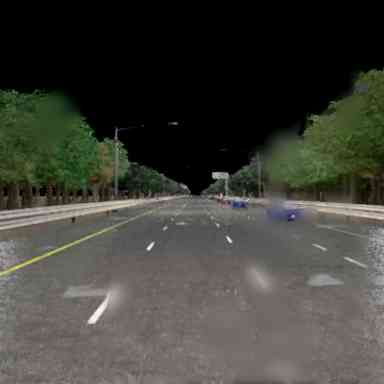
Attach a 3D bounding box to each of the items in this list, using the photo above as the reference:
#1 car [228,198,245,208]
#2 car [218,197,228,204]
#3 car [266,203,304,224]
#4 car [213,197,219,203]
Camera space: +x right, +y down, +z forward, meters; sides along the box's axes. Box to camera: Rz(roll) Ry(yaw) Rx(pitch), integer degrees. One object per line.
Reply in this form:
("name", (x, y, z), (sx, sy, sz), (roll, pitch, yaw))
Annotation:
("car", (7.184, 1.776, 52.251), (1.882, 1.535, 5.008), (0, -1, 0))
("car", (7.336, 1.970, 72.625), (1.812, 1.442, 4.674), (0, 0, 1))
("car", (7.053, 1.579, 25.587), (1.882, 1.535, 5.008), (0, -1, 0))
("car", (7.486, 2.054, 88.604), (1.882, 1.535, 5.008), (0, 0, 1))
